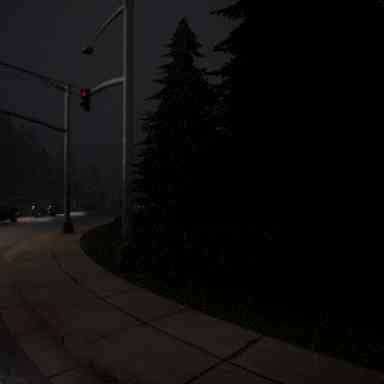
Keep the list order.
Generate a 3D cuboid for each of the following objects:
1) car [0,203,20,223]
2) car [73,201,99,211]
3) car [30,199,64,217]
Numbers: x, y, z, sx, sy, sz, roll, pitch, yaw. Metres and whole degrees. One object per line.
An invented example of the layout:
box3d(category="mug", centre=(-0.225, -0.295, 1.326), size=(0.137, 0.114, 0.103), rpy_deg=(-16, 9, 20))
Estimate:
box3d(category="car", centre=(-14.367, 1.579, 23.951), size=(2.128, 1.511, 4.902), rpy_deg=(0, 0, 1))
box3d(category="car", centre=(-13.743, 1.785, 43.166), size=(1.895, 1.301, 4.718), rpy_deg=(0, 0, 2))
box3d(category="car", centre=(-14.119, 1.486, 33.167), size=(2.097, 1.767, 4.553), rpy_deg=(0, 0, 2))
